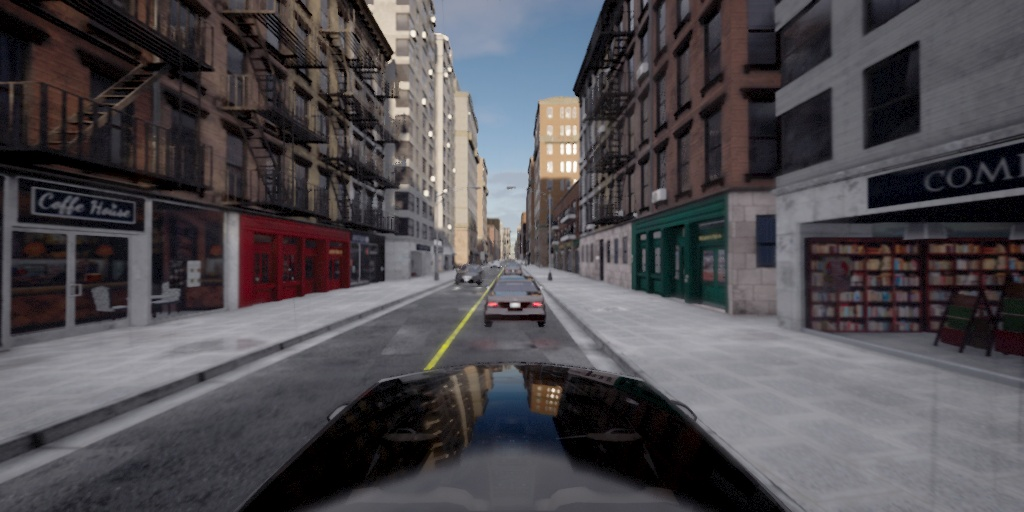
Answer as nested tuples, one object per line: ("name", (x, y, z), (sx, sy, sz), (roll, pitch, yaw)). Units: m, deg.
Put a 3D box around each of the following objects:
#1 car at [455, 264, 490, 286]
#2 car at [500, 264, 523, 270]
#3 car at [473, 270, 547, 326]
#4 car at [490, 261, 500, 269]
("car", (-3.098, 1.385, 26.973), (2.128, 1.511, 4.902), (0, 0, 0))
("car", (0.104, 1.494, 36.533), (2.033, 1.411, 5.357), (0, 0, 0))
("car", (0.090, 1.357, 11.960), (2.033, 1.411, 5.357), (0, 0, 0))
("car", (-3.035, 1.615, 64.978), (1.812, 1.442, 4.674), (0, 0, 1))
